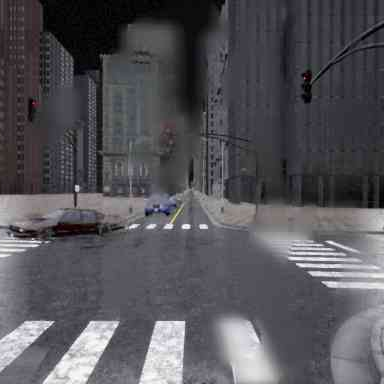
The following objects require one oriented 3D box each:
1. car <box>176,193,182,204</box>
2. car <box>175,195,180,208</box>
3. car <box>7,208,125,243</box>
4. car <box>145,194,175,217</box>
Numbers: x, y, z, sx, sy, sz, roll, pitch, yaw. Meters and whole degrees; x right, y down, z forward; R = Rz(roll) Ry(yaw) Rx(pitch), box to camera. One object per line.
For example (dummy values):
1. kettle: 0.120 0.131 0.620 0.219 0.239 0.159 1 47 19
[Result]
1. car: -3.040 1.354 63.585 2.097 1.767 4.553 0 0 0
2. car: -3.120 1.478 47.587 1.882 1.535 5.008 0 0 0
3. car: -5.884 1.515 16.242 2.033 1.411 5.357 2 0 44
4. car: -3.119 1.221 31.649 2.150 2.045 5.566 0 0 0
